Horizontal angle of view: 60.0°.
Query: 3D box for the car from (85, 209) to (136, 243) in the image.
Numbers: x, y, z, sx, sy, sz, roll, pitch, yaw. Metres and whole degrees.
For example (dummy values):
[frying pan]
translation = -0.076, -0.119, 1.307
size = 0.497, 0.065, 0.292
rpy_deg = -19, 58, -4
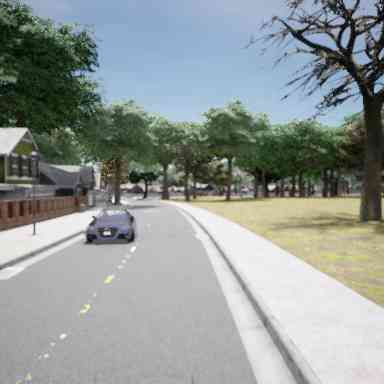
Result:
[car]
translation = -3.675, 1.491, 15.593
size = 1.994, 1.385, 4.181
rpy_deg = 0, 0, -6
